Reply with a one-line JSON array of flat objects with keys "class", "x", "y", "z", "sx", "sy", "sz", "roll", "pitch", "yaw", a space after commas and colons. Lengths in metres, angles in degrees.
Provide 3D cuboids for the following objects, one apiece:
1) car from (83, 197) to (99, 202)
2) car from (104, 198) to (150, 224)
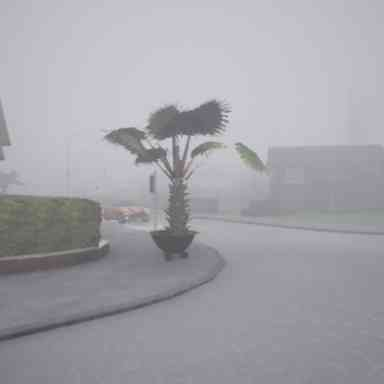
[{"class": "car", "x": -14.076, "y": 1.421, "z": 44.798, "sx": 1.882, "sy": 1.535, "sz": 5.008, "roll": 0, "pitch": 0, "yaw": -35}, {"class": "car", "x": -4.850, "y": 1.312, "z": 24.650, "sx": 2.097, "sy": 1.767, "sz": 4.553, "roll": 0, "pitch": 0, "yaw": -34}]
